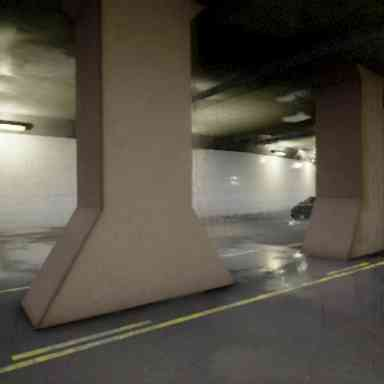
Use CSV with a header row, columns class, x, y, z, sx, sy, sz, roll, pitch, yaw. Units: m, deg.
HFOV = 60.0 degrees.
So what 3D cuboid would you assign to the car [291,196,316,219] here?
class,x,y,z,sx,sy,sz,roll,pitch,yaw
car,9.238,1.105,24.628,4.553,1.767,2.097,-1,1,-44
